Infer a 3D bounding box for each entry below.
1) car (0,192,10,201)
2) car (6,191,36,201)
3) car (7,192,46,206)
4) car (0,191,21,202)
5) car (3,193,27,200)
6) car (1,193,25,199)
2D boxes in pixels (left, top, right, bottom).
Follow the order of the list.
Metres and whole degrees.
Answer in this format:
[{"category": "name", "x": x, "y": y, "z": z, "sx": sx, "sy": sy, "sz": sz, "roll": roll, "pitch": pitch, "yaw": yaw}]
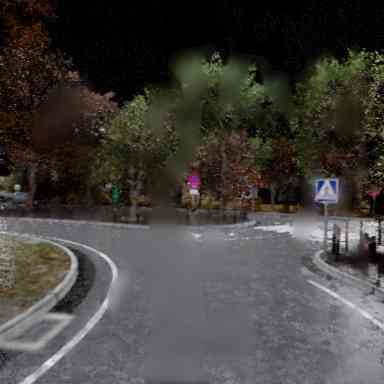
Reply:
[{"category": "car", "x": -37.397, "y": 0.840, "z": 65.489, "sx": 2.097, "sy": 1.767, "sz": 4.553, "roll": 2, "pitch": -1, "yaw": -37}, {"category": "car", "x": -38.548, "y": 0.830, "z": 75.089, "sx": 5.566, "sy": 2.045, "sz": 2.435, "roll": 2, "pitch": -1, "yaw": -37}, {"category": "car", "x": -22.395, "y": 1.135, "z": 45.744, "sx": 4.902, "sy": 1.511, "sz": 2.128, "roll": 1, "pitch": -1, "yaw": 20}, {"category": "car", "x": -32.144, "y": 0.920, "z": 58.605, "sx": 2.097, "sy": 1.767, "sz": 4.553, "roll": 2, "pitch": -1, "yaw": -37}, {"category": "car", "x": -43.580, "y": 1.010, "z": 81.751, "sx": 4.892, "sy": 1.521, "sz": 2.231, "roll": 2, "pitch": -1, "yaw": -37}, {"category": "car", "x": -45.286, "y": 0.983, "z": 84.001, "sx": 5.008, "sy": 1.535, "sz": 2.097, "roll": 2, "pitch": -1, "yaw": -37}]
